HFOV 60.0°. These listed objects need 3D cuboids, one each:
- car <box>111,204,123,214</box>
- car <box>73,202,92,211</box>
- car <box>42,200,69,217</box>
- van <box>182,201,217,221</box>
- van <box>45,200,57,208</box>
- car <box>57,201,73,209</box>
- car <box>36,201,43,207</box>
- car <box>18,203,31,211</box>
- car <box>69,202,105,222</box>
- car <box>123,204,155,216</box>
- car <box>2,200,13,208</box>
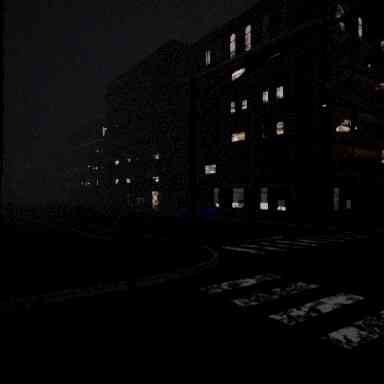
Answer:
[{"bbox_3d":[-9.417,2.252,44.831,1.947,1.339,4.313,-1,0,-36],"label":"car"},{"bbox_3d":[-19.422,2.494,58.694,1.752,1.417,4.829,-1,0,-36],"label":"car"},{"bbox_3d":[-16.161,2.093,39.966,1.967,1.590,4.097,-1,0,-36],"label":"car"},{"bbox_3d":[0.622,1.749,31.206,1.690,1.788,3.998,-1,0,-36],"label":"van"},{"bbox_3d":[-32.534,2.682,76.858,1.690,1.788,3.998,-1,0,-36],"label":"van"},{"bbox_3d":[-25.927,2.594,67.707,1.967,1.590,4.097,-1,0,-36],"label":"car"},{"bbox_3d":[-39.131,3.096,86.006,1.947,1.339,4.313,-1,0,-36],"label":"car"},{"bbox_3d":[-29.267,2.550,58.129,1.752,1.417,4.829,-1,0,-36],"label":"car"},{"bbox_3d":[-9.558,1.907,30.816,1.967,1.590,4.097,-1,0,-36],"label":"car"},{"bbox_3d":[-6.215,2.121,40.394,1.752,1.417,4.829,-1,0,-36],"label":"car"},{"bbox_3d":[-42.577,2.718,76.568,2.192,1.841,5.009,-1,0,-36],"label":"car"}]
